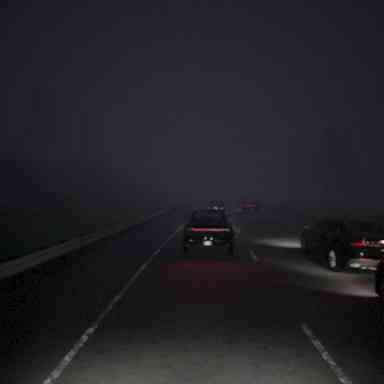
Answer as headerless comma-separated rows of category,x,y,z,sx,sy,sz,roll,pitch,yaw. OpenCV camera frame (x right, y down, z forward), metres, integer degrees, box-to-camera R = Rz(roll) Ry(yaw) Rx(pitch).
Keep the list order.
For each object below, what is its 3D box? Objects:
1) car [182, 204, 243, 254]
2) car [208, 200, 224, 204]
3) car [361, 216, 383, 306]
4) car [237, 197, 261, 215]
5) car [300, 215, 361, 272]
car,0.672,1.469,13.376,2.128,1.511,4.902,0,0,4
car,2.310,1.497,32.047,2.033,1.411,5.357,0,0,6
car,4.651,1.358,4.812,2.097,1.767,4.553,0,0,2
car,5.910,1.451,33.648,2.128,1.511,4.902,0,0,7
car,4.911,1.503,10.705,1.837,1.490,4.892,0,0,3
